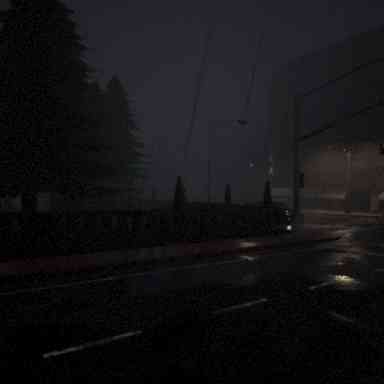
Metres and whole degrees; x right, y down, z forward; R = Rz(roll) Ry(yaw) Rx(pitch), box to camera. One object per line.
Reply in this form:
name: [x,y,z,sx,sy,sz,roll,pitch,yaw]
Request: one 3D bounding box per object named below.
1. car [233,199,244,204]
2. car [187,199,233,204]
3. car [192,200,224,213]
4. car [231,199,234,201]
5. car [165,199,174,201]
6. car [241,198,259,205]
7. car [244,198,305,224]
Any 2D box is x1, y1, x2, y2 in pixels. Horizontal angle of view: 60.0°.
car: [6.668,1.722,32.941,1.882,1.535,5.008,1,0,-32]
car: [1.609,1.752,34.464,2.033,1.411,5.357,1,0,-30]
car: [1.923,1.806,41.683,2.033,1.411,5.357,1,0,-21]
car: [8.610,2.057,67.467,2.033,1.411,5.357,0,0,20]
car: [-3.130,1.773,47.171,1.812,1.442,4.674,1,0,-12]
car: [13.396,2.146,76.583,1.812,1.442,4.674,0,-1,40]
car: [6.710,1.551,26.486,2.097,1.767,4.553,1,0,-33]
